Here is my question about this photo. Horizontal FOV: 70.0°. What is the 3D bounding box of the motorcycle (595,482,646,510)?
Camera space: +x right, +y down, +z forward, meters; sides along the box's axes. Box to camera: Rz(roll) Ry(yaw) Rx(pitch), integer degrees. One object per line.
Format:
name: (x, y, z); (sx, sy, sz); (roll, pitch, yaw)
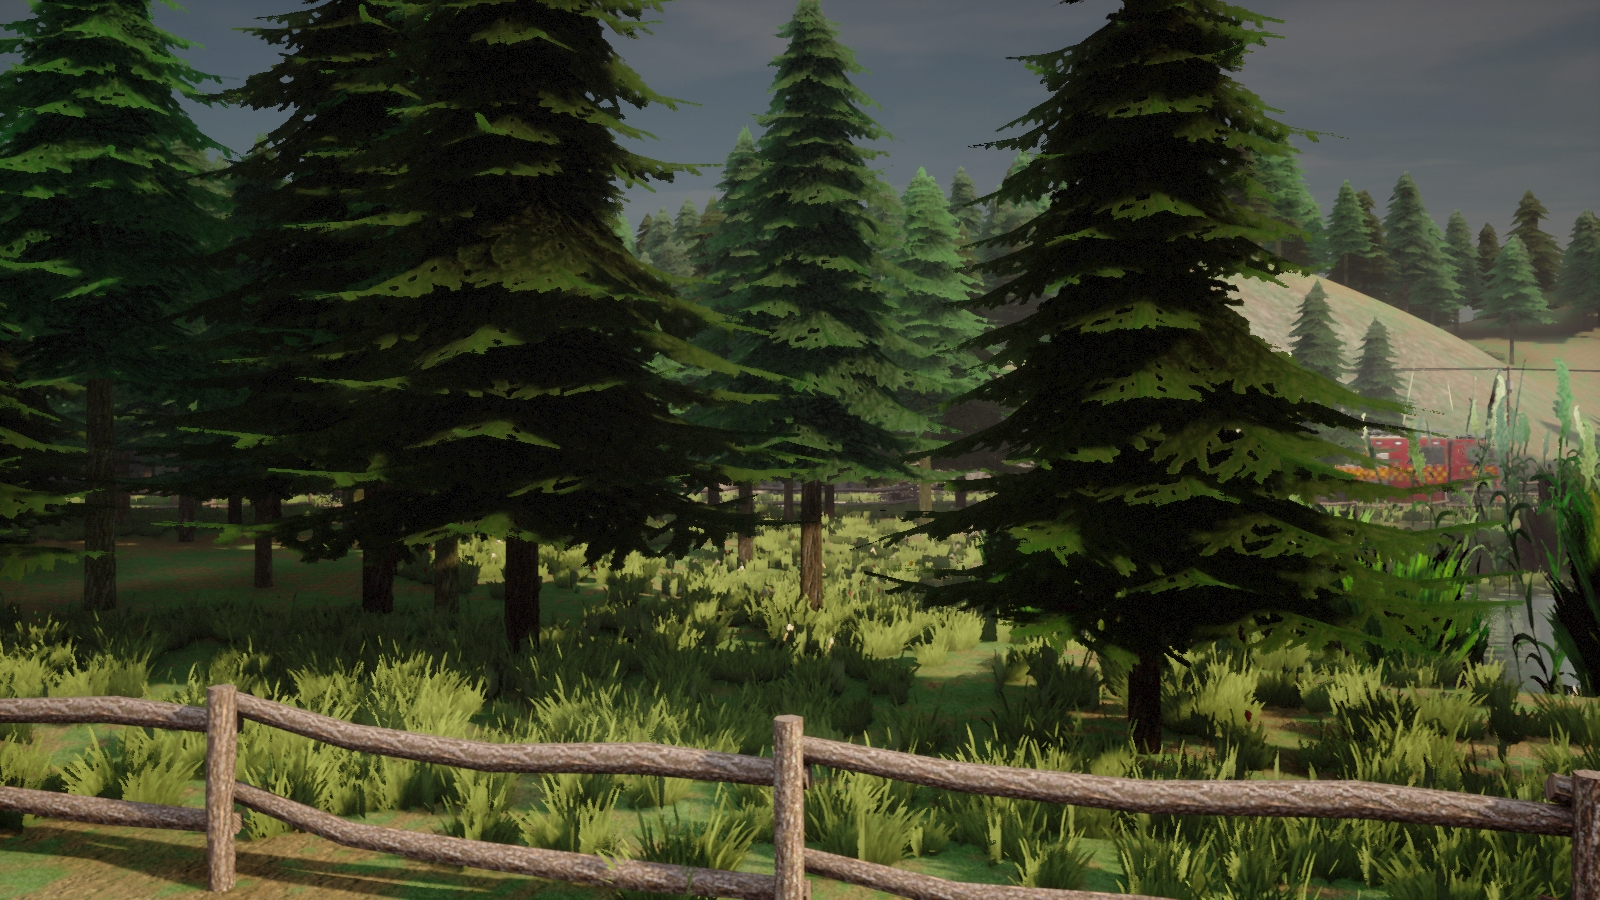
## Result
motorcycle: (-8.486, 2.179, 54.103); (2.209, 1.251, 0.867); (0, 0, 14)
